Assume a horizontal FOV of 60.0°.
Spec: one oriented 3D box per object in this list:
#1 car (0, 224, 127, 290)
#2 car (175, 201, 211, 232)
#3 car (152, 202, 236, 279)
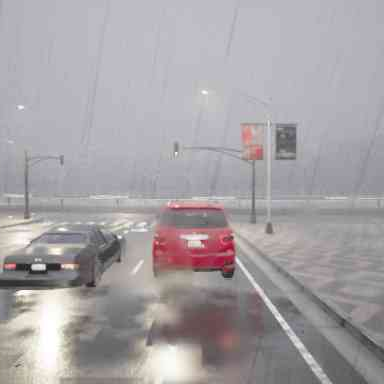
[{"bbox_3d":[-3.202,1.624,9.411,2.033,1.411,5.357,0,0,0],"label":"car"},{"bbox_3d":[0.197,1.528,22.054,2.097,1.767,4.553,0,0,4],"label":"car"},{"bbox_3d":[0.038,1.308,10.498,2.150,2.045,5.566,0,0,0],"label":"car"}]
